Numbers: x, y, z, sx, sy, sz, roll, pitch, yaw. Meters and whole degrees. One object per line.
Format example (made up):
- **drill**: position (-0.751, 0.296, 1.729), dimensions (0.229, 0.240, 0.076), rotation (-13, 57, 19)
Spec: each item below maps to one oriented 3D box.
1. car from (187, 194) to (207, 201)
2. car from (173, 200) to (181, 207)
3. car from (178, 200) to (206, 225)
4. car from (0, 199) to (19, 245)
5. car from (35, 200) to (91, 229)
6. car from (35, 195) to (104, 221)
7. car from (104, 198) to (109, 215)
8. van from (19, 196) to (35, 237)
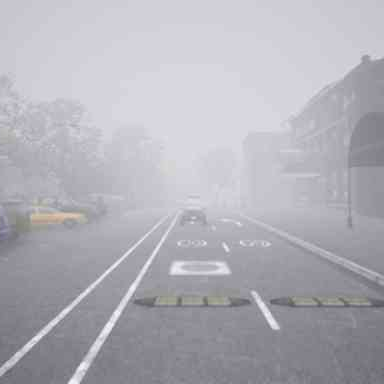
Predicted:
- **car**: position (0.472, 1.333, 42.467), dimensions (2.150, 2.045, 5.566), rotation (0, -1, 3)
- **car**: position (-2.914, 2.346, 69.714), dimensions (1.812, 1.442, 4.674), rotation (0, -2, 2)
- **car**: position (0.096, 1.578, 24.685), dimensions (1.812, 1.442, 4.674), rotation (0, 0, 0)
- **car**: position (-9.476, 1.272, 11.631), dimensions (5.566, 2.045, 2.435), rotation (-1, 0, -20)
- **car**: position (-9.276, 1.530, 20.600), dimensions (5.366, 1.575, 1.946), rotation (-1, 0, -20)
- **car**: position (-9.417, 1.285, 23.497), dimensions (5.566, 2.045, 2.435), rotation (-1, 0, -20)
- **car**: position (-9.463, 1.288, 26.425), dimensions (5.566, 2.045, 2.435), rotation (-1, 0, -20)
- **van**: position (-9.552, 1.304, 14.557), dimensions (4.442, 1.987, 1.878), rotation (-1, 0, -20)
